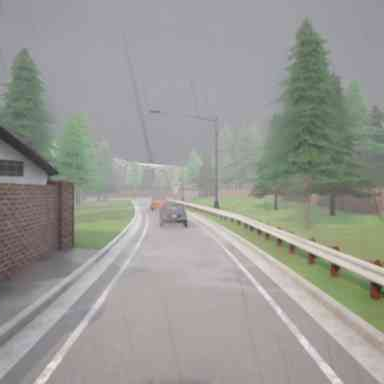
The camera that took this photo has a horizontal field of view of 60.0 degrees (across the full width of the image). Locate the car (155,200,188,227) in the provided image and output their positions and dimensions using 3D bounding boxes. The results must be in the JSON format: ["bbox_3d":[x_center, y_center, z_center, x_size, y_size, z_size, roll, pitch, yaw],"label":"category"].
[{"bbox_3d":[-1.324,1.533,22.821,2.033,1.411,5.357,0,0,-6],"label":"car"}]

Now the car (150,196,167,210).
[{"bbox_3d":[-4.184,1.328,42.046,2.097,1.767,4.553,0,0,-10],"label":"car"}]
